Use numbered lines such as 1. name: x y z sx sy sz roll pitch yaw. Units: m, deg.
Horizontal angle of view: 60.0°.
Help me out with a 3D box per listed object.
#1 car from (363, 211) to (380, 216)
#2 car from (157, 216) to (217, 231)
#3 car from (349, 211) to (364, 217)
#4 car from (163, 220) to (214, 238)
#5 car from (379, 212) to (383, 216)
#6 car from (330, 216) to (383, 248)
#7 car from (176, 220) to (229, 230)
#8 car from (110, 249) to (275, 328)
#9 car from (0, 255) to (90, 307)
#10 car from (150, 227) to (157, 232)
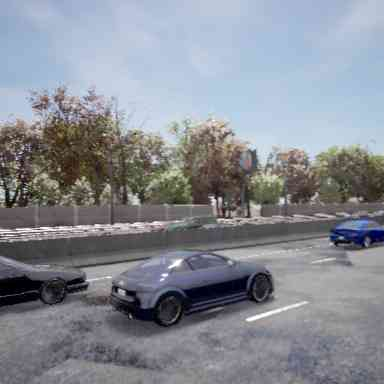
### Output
1. car: 32.926 4.224 58.496 4.902 1.511 2.128 1 -5 -36
2. car: 0.049 3.226 30.178 5.566 2.045 2.150 1 -5 -36
3. car: 30.741 4.329 61.228 4.553 1.767 2.097 1 -5 -36
4. car: -0.346 3.762 34.192 5.008 1.535 1.882 1 -5 -36
5. car: 33.178 4.032 54.348 4.718 1.301 1.895 1 -5 -36
6. car: 10.367 2.453 20.156 5.008 1.535 1.882 1 -5 -36
7. car: 1.693 3.287 27.027 5.357 1.411 2.033 1 -5 -36
8. car: 0.117 2.128 8.297 4.181 1.385 1.994 1 -5 -36
9. car: -5.507 2.328 8.501 5.357 1.411 2.033 1 -5 -36
10. car: -2.419 4.069 36.997 4.674 1.442 1.812 1 -5 -36
